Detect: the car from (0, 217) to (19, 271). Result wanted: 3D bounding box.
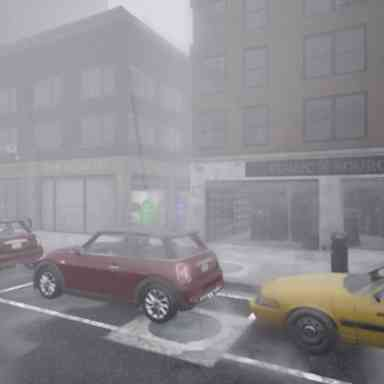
[{"bbox_3d":[-6.356,1.443,9.717,4.097,1.590,1.967,0,0,28],"label":"car"}]

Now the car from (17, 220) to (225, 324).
[{"bbox_3d":[-1.474,1.443,7.134,4.097,1.590,1.967,0,0,28],"label":"car"}]

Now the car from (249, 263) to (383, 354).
[{"bbox_3d":[3.258,1.528,4.631,4.829,1.417,1.752,0,0,28],"label":"car"}]
